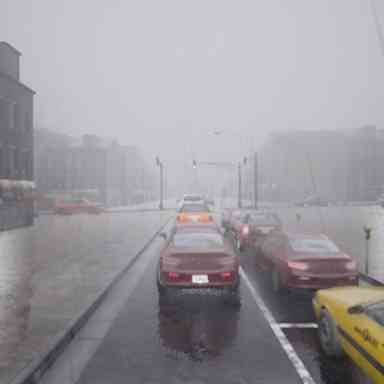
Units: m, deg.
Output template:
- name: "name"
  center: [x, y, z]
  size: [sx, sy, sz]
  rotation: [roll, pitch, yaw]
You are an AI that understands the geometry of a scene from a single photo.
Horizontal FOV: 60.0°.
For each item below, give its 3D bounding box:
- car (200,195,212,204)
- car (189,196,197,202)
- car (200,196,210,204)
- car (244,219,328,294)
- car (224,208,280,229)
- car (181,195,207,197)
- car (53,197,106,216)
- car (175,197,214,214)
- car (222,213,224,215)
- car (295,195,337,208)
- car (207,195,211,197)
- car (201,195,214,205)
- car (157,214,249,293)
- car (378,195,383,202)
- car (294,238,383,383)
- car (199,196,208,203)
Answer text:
- name: "car"
  center: [2.775, 1.510, 67.563]
  size: [2.192, 1.841, 5.009]
  rotation: [-1, 0, 0]
- name: "car"
  center: [0.178, 1.767, 81.820]
  size: [1.837, 1.490, 4.892]
  rotation: [0, 0, 0]
- name: "car"
  center: [2.788, 1.664, 72.965]
  size: [1.967, 1.590, 4.097]
  rotation: [-1, 0, 0]
- name: "car"
  center: [2.651, 1.586, 8.482]
  size: [1.802, 1.307, 4.206]
  rotation: [0, 0, 0]
- name: "car"
  center: [2.662, 1.449, 13.948]
  size: [1.967, 1.590, 4.097]
  rotation: [0, 0, 0]
- name: "car"
  center: [-0.202, 1.271, 32.487]
  size: [2.150, 2.045, 5.566]
  rotation: [0, 0, -5]
- name: "car"
  center: [-12.505, 1.625, 36.966]
  size: [5.566, 2.045, 2.150]
  rotation: [-2, 0, 1]
- name: "car"
  center: [0.131, 1.367, 18.396]
  size: [2.097, 1.767, 4.553]
  rotation: [0, 0, 0]
- name: "car"
  center: [2.674, 1.599, 19.415]
  size: [1.802, 1.307, 4.206]
  rotation: [0, 0, 0]
- name: "car"
  center: [14.820, 1.117, 39.900]
  size: [4.892, 1.490, 1.837]
  rotation: [-2, 0, 0]
- name: "car"
  center: [2.753, 1.582, 56.758]
  size: [1.967, 1.590, 4.097]
  rotation: [-1, 0, 0]
- name: "car"
  center: [2.763, 1.483, 62.161]
  size: [2.192, 1.841, 5.009]
  rotation: [-1, 0, 0]
- name: "car"
  center: [0.099, 1.530, 8.797]
  size: [1.812, 1.442, 4.674]
  rotation: [0, 0, -1]
- name: "car"
  center: [25.498, 0.558, 39.899]
  size: [5.566, 2.045, 2.150]
  rotation: [-1, 0, 0]
- name: "car"
  center: [2.639, 1.526, 3.185]
  size: [1.752, 1.417, 4.829]
  rotation: [0, 0, 0]
- name: "car"
  center: [2.799, 1.695, 78.367]
  size: [1.967, 1.590, 4.097]
  rotation: [-1, 0, 0]
